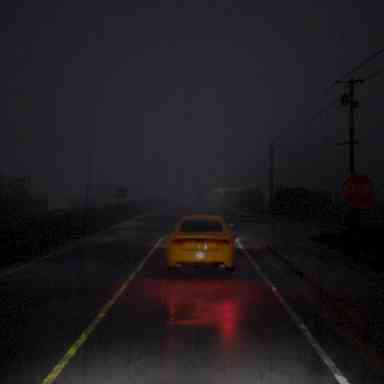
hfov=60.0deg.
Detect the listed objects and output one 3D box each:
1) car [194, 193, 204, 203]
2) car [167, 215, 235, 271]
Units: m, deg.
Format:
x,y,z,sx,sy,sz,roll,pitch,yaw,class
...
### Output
x,y,z,sx,sy,sz,roll,pitch,yaw,class
1.513,1.493,68.341,1.837,1.490,4.892,0,0,1,car
0.362,1.477,10.953,1.882,1.535,5.008,0,0,4,car
